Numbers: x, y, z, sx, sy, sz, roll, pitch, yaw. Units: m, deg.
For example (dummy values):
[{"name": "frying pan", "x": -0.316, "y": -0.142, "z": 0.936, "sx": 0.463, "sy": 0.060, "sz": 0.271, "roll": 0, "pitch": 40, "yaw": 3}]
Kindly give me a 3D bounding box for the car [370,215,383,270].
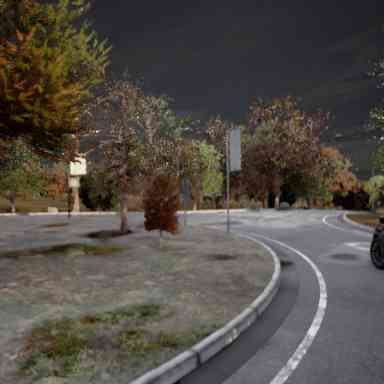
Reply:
[{"name": "car", "x": 5.718, "y": 1.155, "z": 7.411, "sx": 2.150, "sy": 2.045, "sz": 5.566, "roll": 0, "pitch": 0, "yaw": 18}]
